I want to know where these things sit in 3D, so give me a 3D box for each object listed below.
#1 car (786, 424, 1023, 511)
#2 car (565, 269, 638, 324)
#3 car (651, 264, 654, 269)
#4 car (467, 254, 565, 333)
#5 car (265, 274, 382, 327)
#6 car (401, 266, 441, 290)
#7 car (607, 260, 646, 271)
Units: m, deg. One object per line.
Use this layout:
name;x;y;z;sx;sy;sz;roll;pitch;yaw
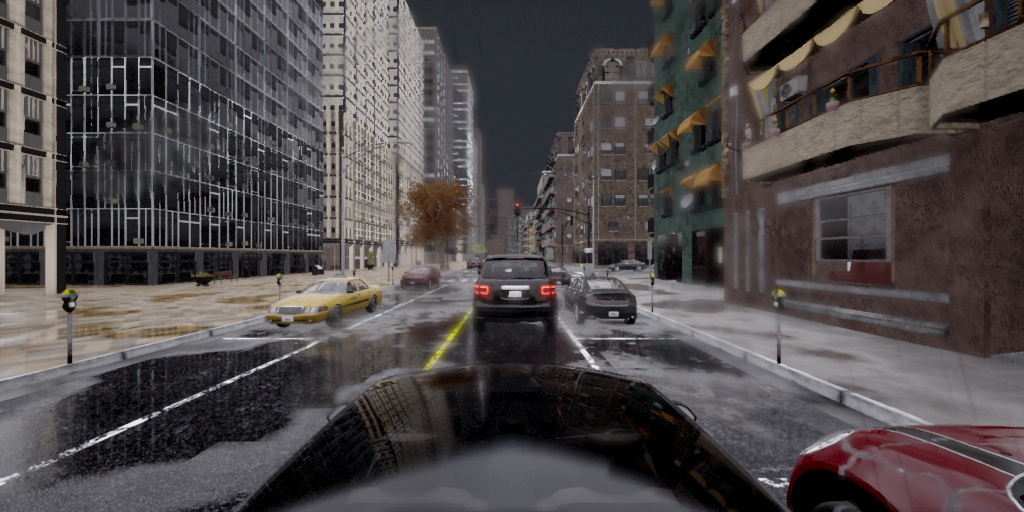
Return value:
car;2.688;1.190;0.600;1.967;1.591;4.097;0;0;0
car;2.692;1.301;11.664;2.007;1.370;4.403;0;0;0
car;18.844;1.006;42.196;4.829;1.417;1.751;0;0;-1
car;0.093;0.972;10.942;2.150;2.045;5.566;0;0;0
car;-5.689;1.276;11.498;1.751;1.417;4.829;0;0;0
car;-5.685;1.300;22.733;1.888;1.381;4.507;0;0;0
car;13.447;1.109;42.143;4.403;1.370;2.007;0;0;-1
